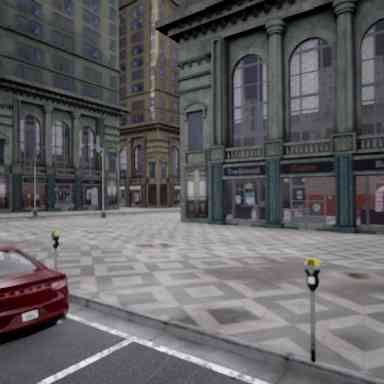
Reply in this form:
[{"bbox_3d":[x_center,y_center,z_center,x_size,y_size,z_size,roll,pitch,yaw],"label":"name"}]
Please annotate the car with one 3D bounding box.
[{"bbox_3d":[-4.038,1.573,5.866,4.507,1.381,1.887,0,0,36],"label":"car"}]
